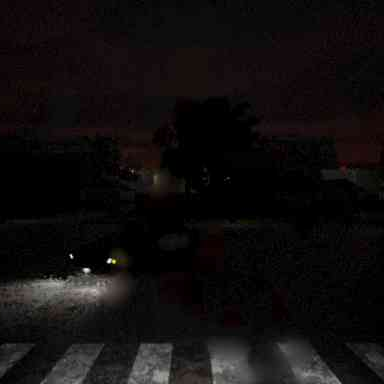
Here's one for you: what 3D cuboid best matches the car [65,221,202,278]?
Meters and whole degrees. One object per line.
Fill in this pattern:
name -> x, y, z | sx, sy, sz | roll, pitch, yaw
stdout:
car -> -1.538, 1.701, 11.093 | 2.033, 1.411, 5.357 | 0, -1, 28
